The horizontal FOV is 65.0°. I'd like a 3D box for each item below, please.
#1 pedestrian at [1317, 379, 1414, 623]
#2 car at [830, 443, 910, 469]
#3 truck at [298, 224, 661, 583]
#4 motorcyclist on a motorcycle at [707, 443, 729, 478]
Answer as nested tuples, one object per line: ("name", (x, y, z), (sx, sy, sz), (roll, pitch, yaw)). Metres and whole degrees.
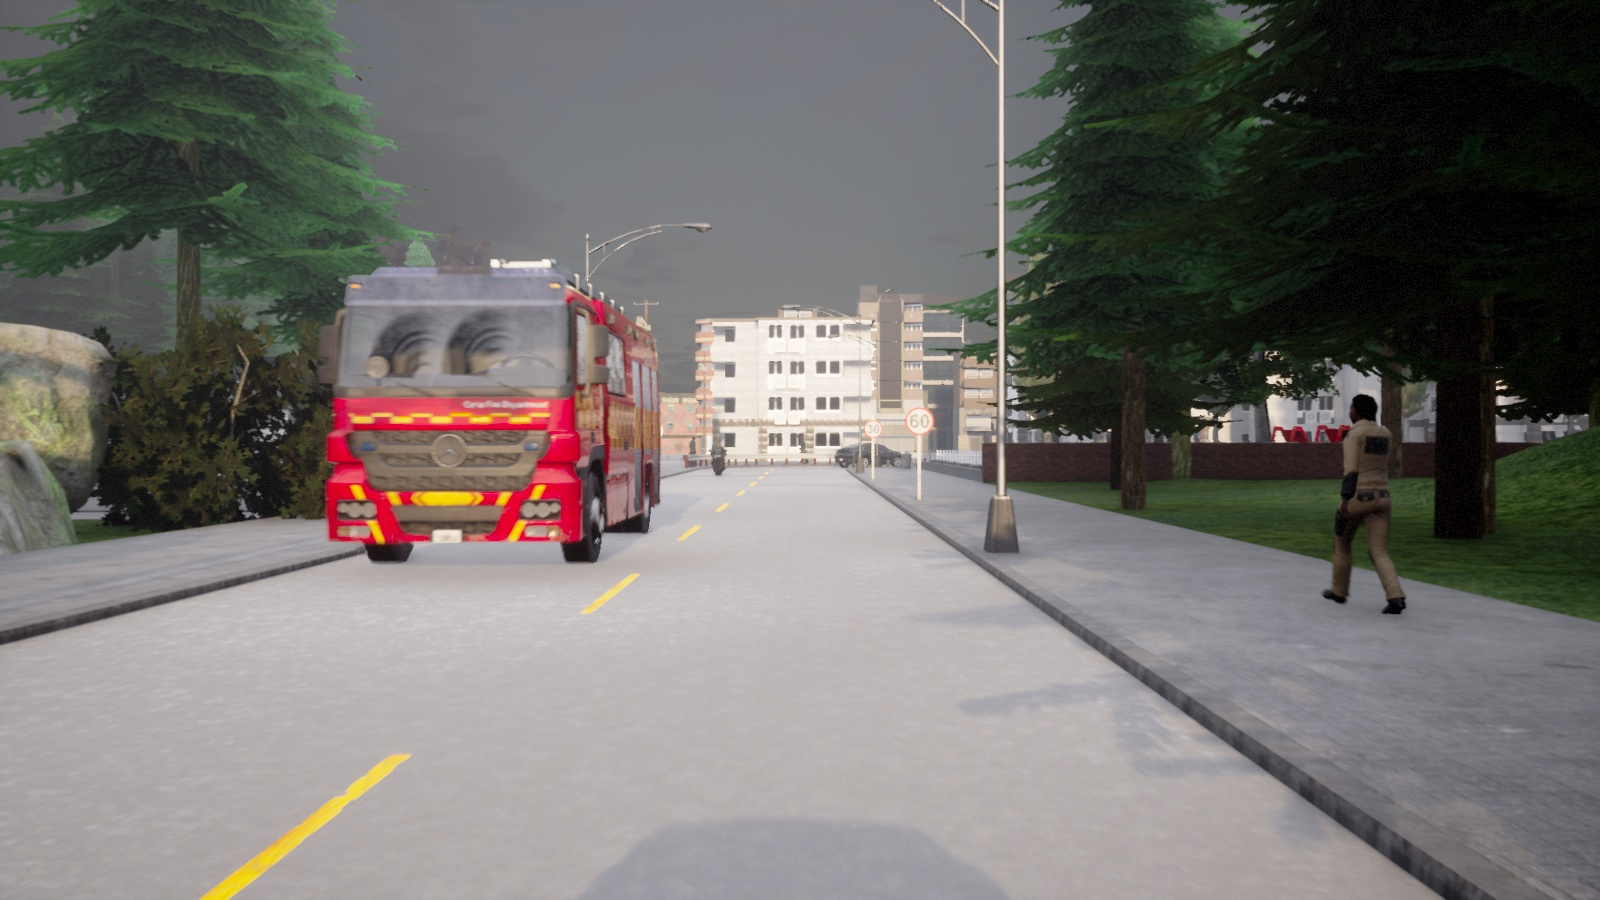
("pedestrian", (4.623, 0.402, 10.291), (0.396, 1.930, 0.692), (0, 0, -10))
("car", (4.193, 0.334, 74.602), (4.892, 1.490, 1.837), (0, 0, -43))
("truck", (-3.882, -0.521, 17.620), (2.891, 3.827, 8.468), (0, 0, 0))
("motorcyclist on a motorcycle", (-3.706, 0.458, 56.934), (0.866, 1.530, 2.191), (0, 0, 0))
